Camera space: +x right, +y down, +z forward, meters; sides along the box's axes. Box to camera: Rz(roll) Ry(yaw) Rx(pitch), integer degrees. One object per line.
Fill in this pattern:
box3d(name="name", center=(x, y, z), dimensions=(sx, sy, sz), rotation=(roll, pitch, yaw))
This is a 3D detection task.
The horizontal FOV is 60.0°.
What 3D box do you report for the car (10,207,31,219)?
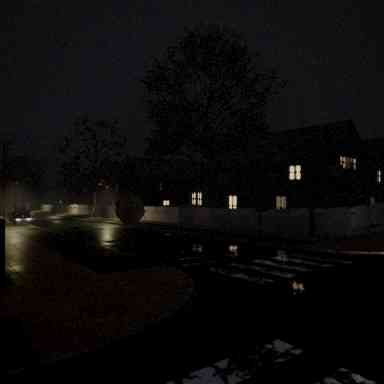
box3d(name="car", center=(-22.836, 2.728, 44.170), dimensions=(2.033, 1.411, 5.357), rotation=(1, -2, -36))
